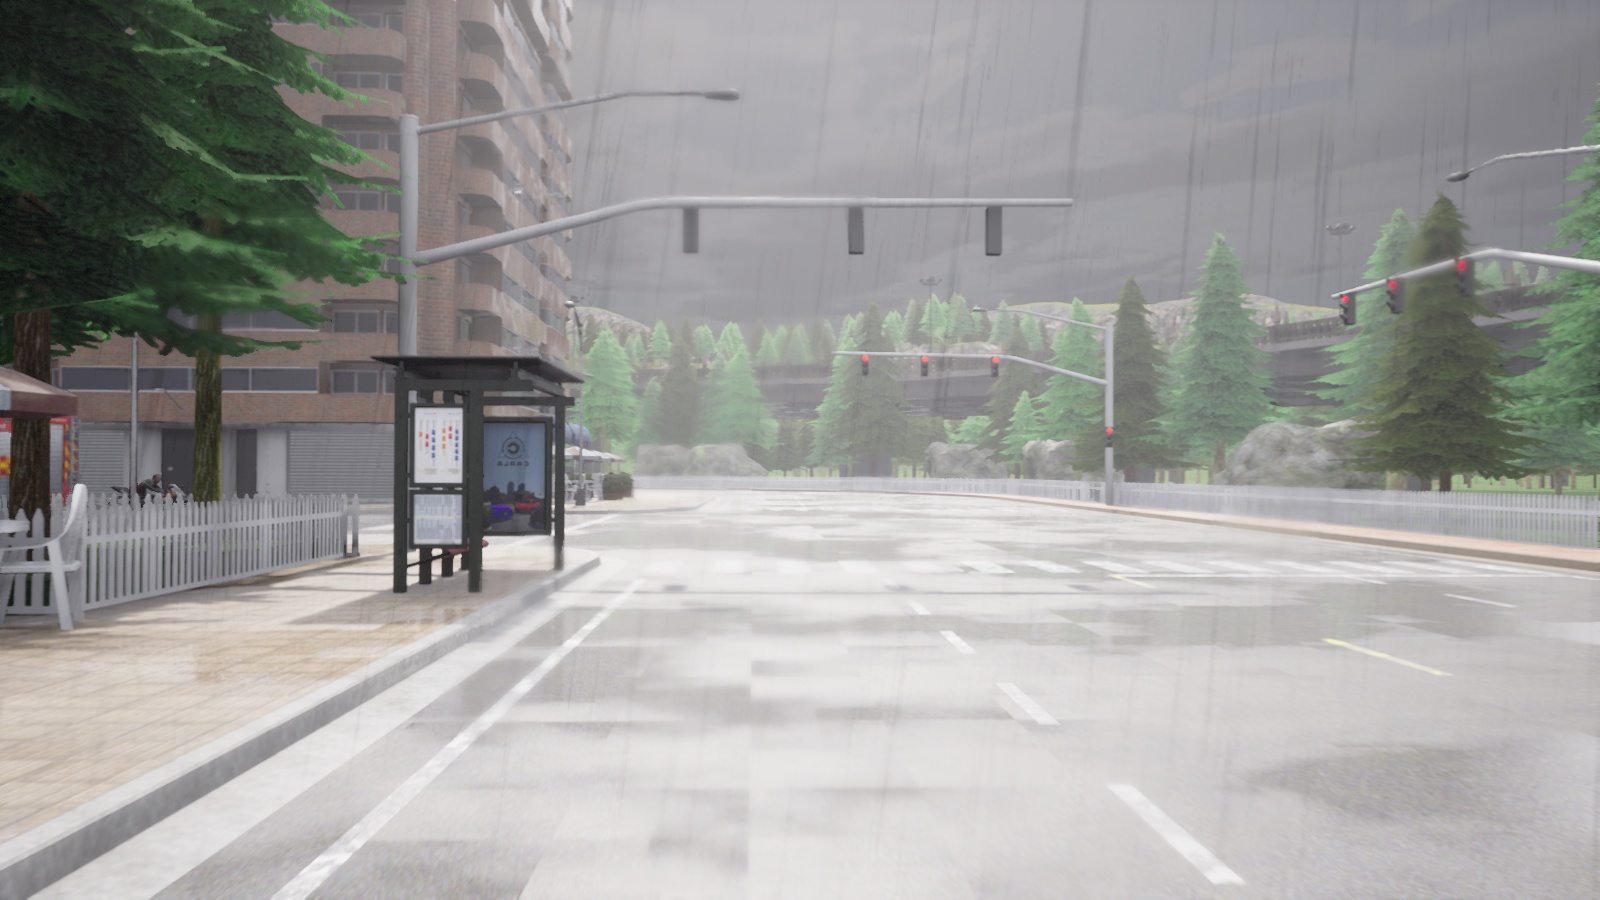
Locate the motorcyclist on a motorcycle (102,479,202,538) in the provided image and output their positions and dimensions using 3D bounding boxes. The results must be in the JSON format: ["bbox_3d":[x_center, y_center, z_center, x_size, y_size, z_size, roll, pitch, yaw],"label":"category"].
[{"bbox_3d":[-17.165,1.546,33.315,2.191,1.530,0.866,0,-1,-2],"label":"motorcyclist on a motorcycle"}]

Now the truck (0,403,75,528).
[{"bbox_3d":[-28.201,0.512,40.004,8.468,3.827,2.891,0,-1,-2],"label":"truck"}]
